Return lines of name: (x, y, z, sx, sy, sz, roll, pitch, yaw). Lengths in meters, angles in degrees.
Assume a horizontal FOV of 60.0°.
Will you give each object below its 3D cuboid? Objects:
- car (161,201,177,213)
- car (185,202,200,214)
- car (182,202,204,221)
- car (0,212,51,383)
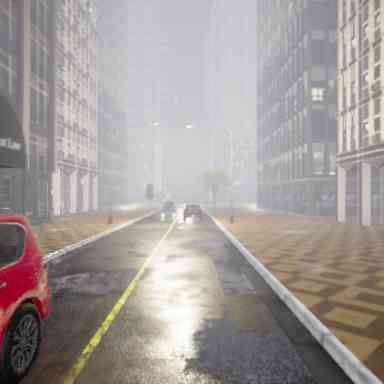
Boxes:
car: (-3.102, 2.060, 45.139, 1.837, 1.490, 4.892, 0, -1, 0)
car: (0.095, 2.057, 43.383, 1.812, 1.442, 4.674, 0, -1, 0)
car: (0.090, 1.893, 31.853, 1.837, 1.490, 4.892, 0, 0, 0)
car: (-3.100, 1.253, 2.566, 2.150, 2.045, 5.566, 0, -1, 0)
